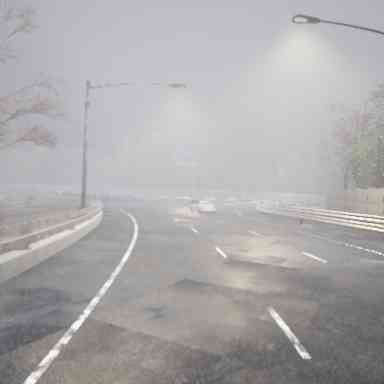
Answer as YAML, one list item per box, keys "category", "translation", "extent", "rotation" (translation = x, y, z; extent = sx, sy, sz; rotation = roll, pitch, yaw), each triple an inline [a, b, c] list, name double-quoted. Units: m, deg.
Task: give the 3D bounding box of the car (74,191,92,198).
- category: "car"
  translation: [-24.942, 0.525, 76.189]
  extent: [1.882, 1.535, 5.008]
  rotation: [3, 0, -44]

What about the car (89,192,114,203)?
- category: "car"
  translation: [-16.048, 0.891, 58.525]
  extent: [2.097, 1.767, 4.553]
  rotation: [2, 0, -32]

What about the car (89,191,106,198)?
- category: "car"
  translation: [-22.340, 0.687, 78.525]
  extent: [1.812, 1.442, 4.674]
  rotation: [3, 0, -44]

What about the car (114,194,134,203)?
- category: "car"
  translation: [-12.956, 1.219, 60.149]
  extent: [2.033, 1.411, 5.357]
  rotation: [2, 0, -32]

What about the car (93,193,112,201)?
- category: "car"
  translation: [-18.403, 0.975, 68.163]
  extent: [1.837, 1.490, 4.892]
  rotation: [3, 0, -39]

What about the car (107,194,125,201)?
- category: "car"
  translation: [-16.216, 1.128, 71.073]
  extent: [1.994, 1.385, 4.181]
  rotation: [3, 0, -39]

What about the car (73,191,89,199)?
- category: "car"
  translation: [-21.175, 0.831, 66.028]
  extent: [1.882, 1.535, 5.008]
  rotation: [3, 0, -39]

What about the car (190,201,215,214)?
- category: "car"
  translation: [1.182, 1.703, 37.615]
  extent: [1.812, 1.442, 4.674]
  rotation: [3, 0, -18]

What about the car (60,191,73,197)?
- category: "car"
  translation: [-27.548, 0.456, 73.853]
  extent: [1.812, 1.442, 4.674]
  rotation: [3, 0, -44]

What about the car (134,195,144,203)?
- category: "car"
  translation: [-10.610, 1.342, 63.016]
  extent: [1.994, 1.385, 4.181]
  rotation: [2, 0, -32]
